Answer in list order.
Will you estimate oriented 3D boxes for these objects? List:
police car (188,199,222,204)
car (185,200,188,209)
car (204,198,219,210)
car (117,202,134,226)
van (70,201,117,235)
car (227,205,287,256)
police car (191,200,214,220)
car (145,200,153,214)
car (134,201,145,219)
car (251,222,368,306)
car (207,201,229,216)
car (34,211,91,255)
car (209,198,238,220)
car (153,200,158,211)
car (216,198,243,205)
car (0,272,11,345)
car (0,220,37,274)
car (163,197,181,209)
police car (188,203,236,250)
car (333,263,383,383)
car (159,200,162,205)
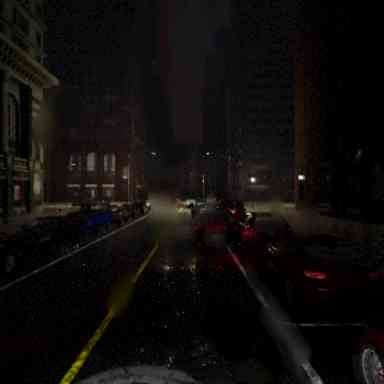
[{"bbox_3d":[0.861,1.543,24.837,1.930,1.638,5.238,0,0,0],"label":"police car"},{"bbox_3d":[-0.014,1.847,49.130,1.895,1.301,4.718,0,0,0],"label":"car"},{"bbox_3d":[2.745,1.676,47.290,1.967,1.590,4.097,0,0,0],"label":"car"},{"bbox_3d":[-5.773,1.642,24.569,1.752,1.417,4.829,0,0,0],"label":"car"},{"bbox_3d":[-5.773,1.430,19.104,1.690,1.788,3.998,0,0,0],"label":"van"},{"bbox_3d":[2.754,1.502,13.474,1.967,1.590,4.097,0,0,0],"label":"car"},{"bbox_3d":[0.858,1.573,30.837,1.930,1.638,5.238,0,0,0],"label":"police car"},{"bbox_3d":[-5.776,1.741,36.012,1.947,1.339,4.313,0,0,0],"label":"car"},{"bbox_3d":[-5.775,1.728,30.376,1.802,1.307,4.206,0,0,0],"label":"car"},{"bbox_3d":[2.756,1.618,7.837,1.802,1.307,4.206,0,0,0],"label":"car"},{"bbox_3d":[2.749,1.741,36.017,1.947,1.339,4.313,0,0,0],"label":"car"},{"bbox_3d":[-5.770,1.644,13.466,1.802,1.307,4.206,0,0,0],"label":"car"},{"bbox_3d":[2.749,1.461,30.382,2.192,1.841,5.009,0,0,0],"label":"car"},{"bbox_3d":[-5.778,1.771,41.649,1.947,1.339,4.313,0,0,0],"label":"car"},{"bbox_3d":[2.750,1.432,24.746,2.192,1.841,5.009,0,0,0],"label":"car"},{"bbox_3d":[-3.102,1.608,1.548,1.895,1.301,4.718,0,0,0],"label":"car"},{"bbox_3d":[-5.769,1.587,7.829,2.008,1.369,4.403,0,0,0],"label":"car"},{"bbox_3d":[-3.036,1.767,51.760,1.837,1.490,4.892,0,-1,0],"label":"car"},{"bbox_3d":[0.895,1.494,14.837,1.930,1.638,5.238,0,0,0],"label":"police car"},{"bbox_3d":[2.758,1.592,2.201,1.802,1.307,4.206,0,0,0],"label":"car"},{"bbox_3d":[-5.780,1.787,47.285,2.008,1.369,4.403,0,0,0],"label":"car"}]
